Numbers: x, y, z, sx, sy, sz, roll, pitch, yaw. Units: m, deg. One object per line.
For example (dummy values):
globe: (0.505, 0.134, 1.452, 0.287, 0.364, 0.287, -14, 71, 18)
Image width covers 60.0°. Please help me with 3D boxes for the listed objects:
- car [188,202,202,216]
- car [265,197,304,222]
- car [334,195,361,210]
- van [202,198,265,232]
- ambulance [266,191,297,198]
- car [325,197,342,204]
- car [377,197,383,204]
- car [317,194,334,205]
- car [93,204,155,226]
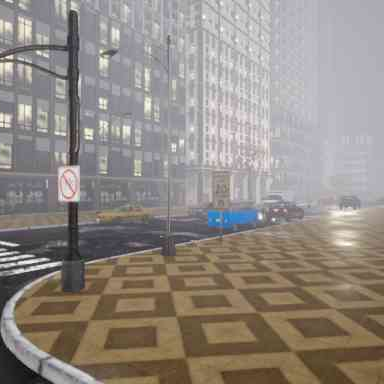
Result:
car: (1.343, 1.604, 31.722, 1.802, 1.307, 4.206, 0, 0, 38)
car: (7.579, 1.472, 26.905, 1.967, 1.590, 4.097, 0, 0, 38)
car: (21.181, 1.368, 44.520, 2.192, 1.841, 5.009, 0, 0, 38)
van: (2.607, 1.368, 20.284, 1.690, 1.788, 3.998, 0, 0, 38)
ambulance: (10.215, 1.062, 39.013, 2.351, 2.431, 6.366, 0, 0, 38)
car: (28.547, 1.624, 66.951, 2.008, 1.369, 4.403, 0, 0, 38)
car: (38.183, 1.658, 66.537, 1.947, 1.339, 4.313, 0, 0, 38)
car: (25.147, 1.381, 62.548, 2.192, 1.841, 5.009, 0, 0, 38)
car: (-4.777, 1.540, 24.009, 1.752, 1.417, 4.829, 0, 0, 38)
